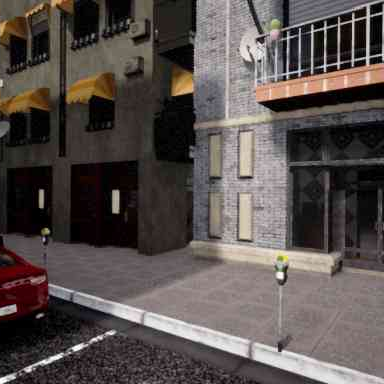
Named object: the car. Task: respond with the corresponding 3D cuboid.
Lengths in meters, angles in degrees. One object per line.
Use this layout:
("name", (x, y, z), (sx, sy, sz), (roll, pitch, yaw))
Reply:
("car", (-4.421, 1.544, 6.028), (4.507, 1.381, 1.887), (0, 1, 36))
